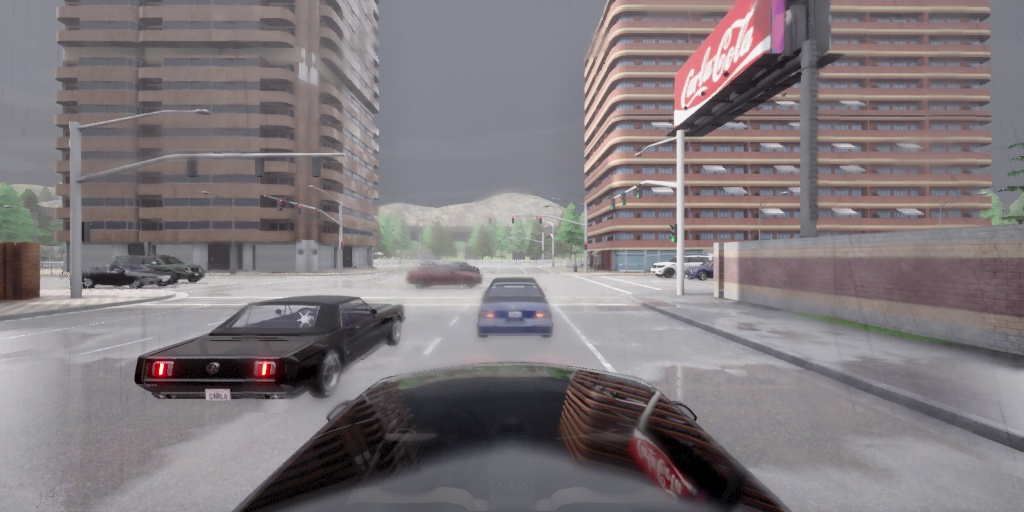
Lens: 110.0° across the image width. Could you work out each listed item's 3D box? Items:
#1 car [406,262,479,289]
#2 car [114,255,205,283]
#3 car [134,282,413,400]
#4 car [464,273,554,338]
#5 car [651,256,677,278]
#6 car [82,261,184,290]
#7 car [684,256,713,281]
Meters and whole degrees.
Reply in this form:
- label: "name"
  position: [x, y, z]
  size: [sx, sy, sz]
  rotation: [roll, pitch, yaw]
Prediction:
- label: "car"
  position: [-4.170, 1.275, 22.377]
  size: [4.674, 1.442, 1.812]
  rotation: [0, 0, -1]
- label: "car"
  position: [-25.404, 0.971, 25.719]
  size: [5.566, 2.045, 2.150]
  rotation: [0, 0, 0]
- label: "car"
  position: [-3.450, 1.351, 6.453]
  size: [1.895, 1.301, 4.718]
  rotation: [0, 0, 0]
- label: "car"
  position: [0.065, 1.297, 10.176]
  size: [2.033, 1.411, 5.357]
  rotation: [0, 0, 0]
- label: "car"
  position: [15.862, 0.972, 33.222]
  size: [5.566, 2.045, 2.150]
  rotation: [0, 0, 0]
- label: "car"
  position: [-23.956, 1.241, 22.229]
  size: [4.902, 1.511, 2.128]
  rotation: [0, 0, 0]
- label: "car"
  position: [16.701, 1.102, 29.727]
  size: [4.553, 1.767, 2.097]
  rotation: [0, 0, 0]
